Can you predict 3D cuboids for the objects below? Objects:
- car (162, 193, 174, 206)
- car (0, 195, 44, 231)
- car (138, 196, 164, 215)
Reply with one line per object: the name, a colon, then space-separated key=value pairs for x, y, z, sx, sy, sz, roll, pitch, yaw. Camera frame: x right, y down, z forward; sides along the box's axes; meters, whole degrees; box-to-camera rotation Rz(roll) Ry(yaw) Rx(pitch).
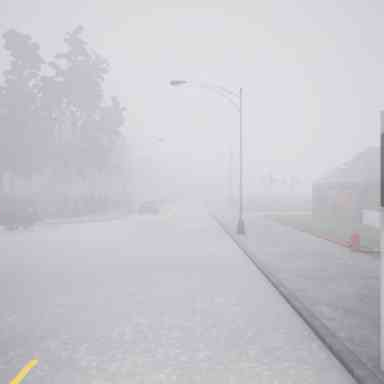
car: x=-4.185 y=1.207 z=56.322 sx=2.150 sy=2.045 sz=5.566 roll=0 pitch=0 yaw=0
car: x=-11.780 y=1.214 z=19.791 sx=5.566 sy=2.045 sz=2.150 roll=0 pitch=1 yaw=-1
car: x=-4.203 y=1.494 z=33.521 sx=1.837 sy=1.490 sz=4.892 roll=0 pitch=0 yaw=0
